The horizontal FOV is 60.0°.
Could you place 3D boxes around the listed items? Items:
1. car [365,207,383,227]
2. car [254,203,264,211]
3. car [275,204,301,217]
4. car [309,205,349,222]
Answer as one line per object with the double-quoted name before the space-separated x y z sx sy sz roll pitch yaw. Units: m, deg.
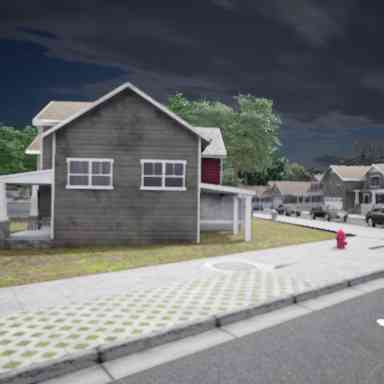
"car" 13.544 1.729 22.099 1.837 1.490 4.892 1 -2 -4
"car" 12.081 2.884 62.915 1.812 1.442 4.674 1 -2 -9
"car" 11.929 2.257 41.640 1.837 1.490 4.892 1 -2 -6
"car" 12.882 1.969 31.531 2.128 1.511 4.902 1 -2 -5
